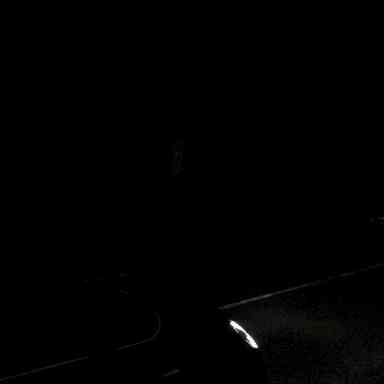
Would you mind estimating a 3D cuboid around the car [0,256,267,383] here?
[{"bbox_3d":[-1.496,1.354,2.699,4.553,1.767,2.097,0,0,-35],"label":"car"}]
